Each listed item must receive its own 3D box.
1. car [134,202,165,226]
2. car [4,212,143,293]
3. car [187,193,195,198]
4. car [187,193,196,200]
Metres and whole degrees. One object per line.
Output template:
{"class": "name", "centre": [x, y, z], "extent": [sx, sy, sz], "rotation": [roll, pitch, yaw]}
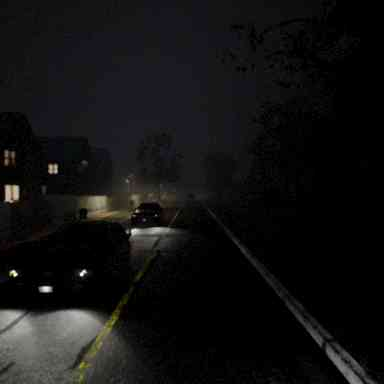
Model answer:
{"class": "car", "centre": [-2.885, 1.424, 22.586], "extent": [1.812, 1.442, 4.674], "rotation": [0, 0, 0]}
{"class": "car", "centre": [-2.866, 1.511, 9.177], "extent": [2.033, 1.411, 5.357], "rotation": [0, 0, 0]}
{"class": "car", "centre": [-0.209, 1.018, 90.648], "extent": [1.994, 1.385, 4.181], "rotation": [0, 0, 0]}
{"class": "car", "centre": [-0.185, 1.111, 80.219], "extent": [1.837, 1.490, 4.892], "rotation": [0, 0, 0]}
